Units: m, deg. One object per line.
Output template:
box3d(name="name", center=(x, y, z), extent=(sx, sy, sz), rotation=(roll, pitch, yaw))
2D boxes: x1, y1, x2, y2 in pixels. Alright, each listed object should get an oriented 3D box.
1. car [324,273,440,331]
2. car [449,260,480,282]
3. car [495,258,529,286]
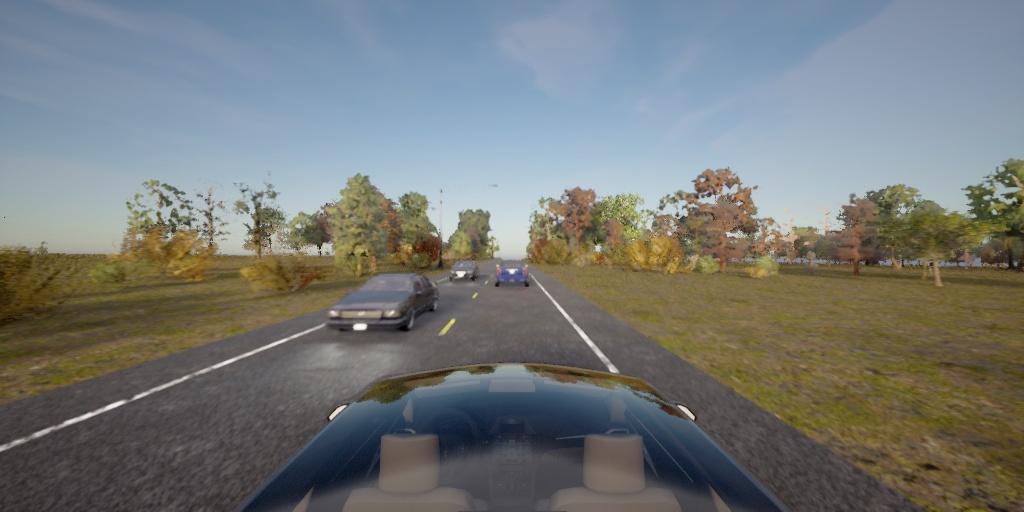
box3d(name="car", center=(-3.499, 1.226, 10.915), extent=(2.033, 1.411, 5.357), rotation=(0, 0, 0))
box3d(name="car", center=(-3.501, 1.051, 26.958), extent=(2.128, 1.511, 4.902), rotation=(0, 0, 0))
box3d(name="car", center=(0.010, 0.936, 23.402), extent=(2.097, 1.767, 4.553), rotation=(0, 0, 0))
